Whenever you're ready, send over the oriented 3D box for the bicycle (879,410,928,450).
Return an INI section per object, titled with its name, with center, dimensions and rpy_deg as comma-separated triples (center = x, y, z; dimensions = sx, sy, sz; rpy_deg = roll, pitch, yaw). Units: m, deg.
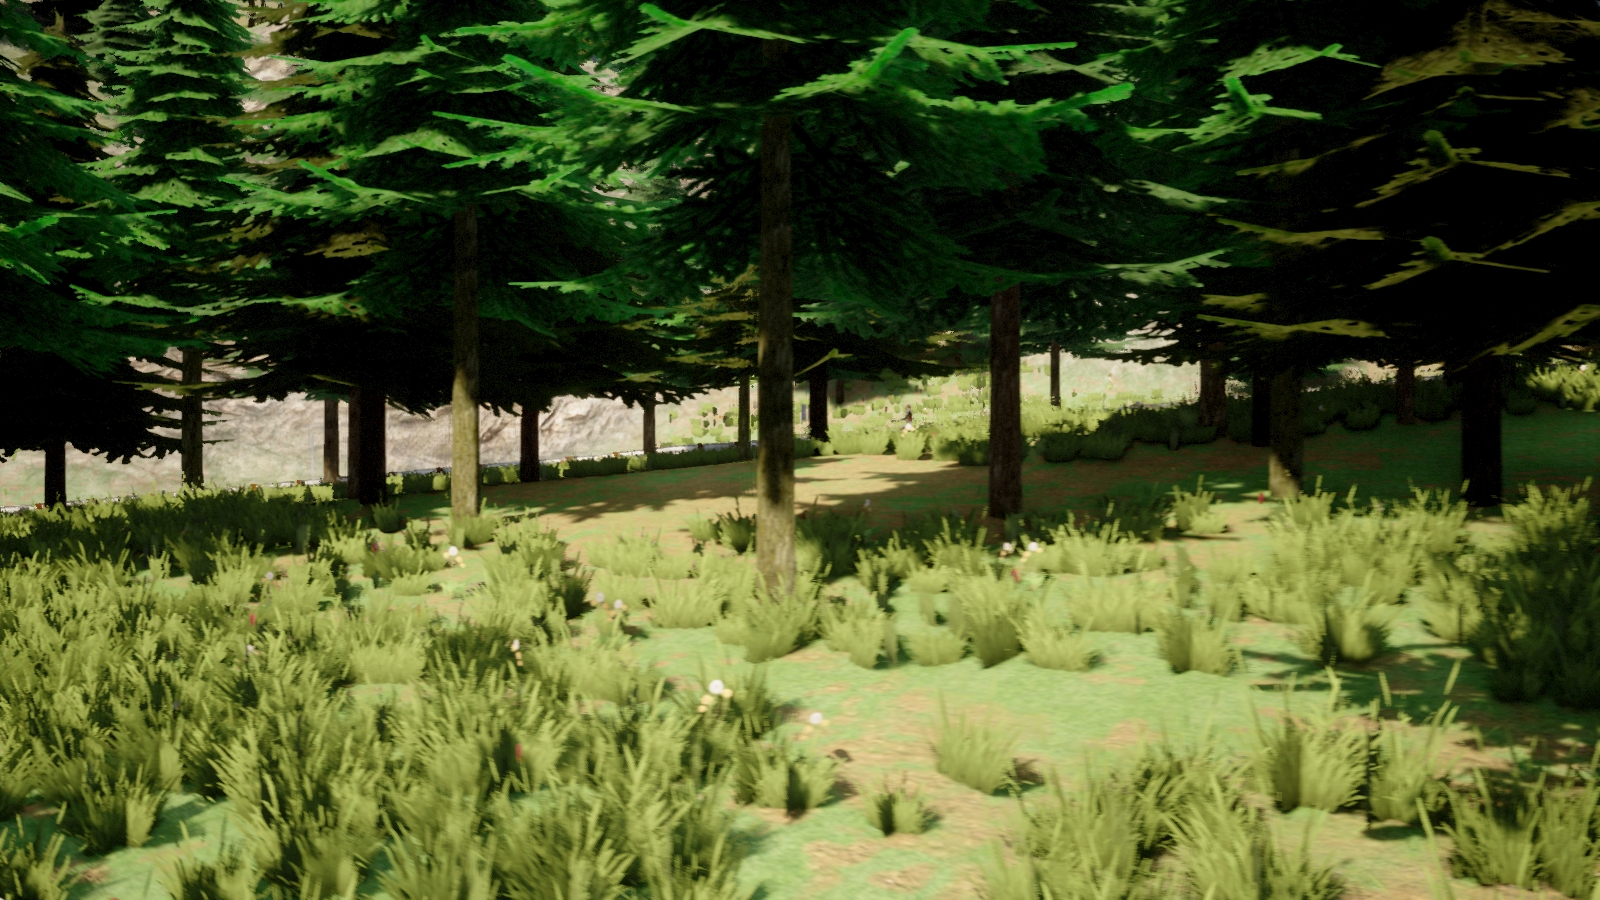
[bicycle]
center = 4.154, -0.806, 45.713
dimensions = 1.835, 1.471, 0.329
rpy_deg = -4, -1, 19
